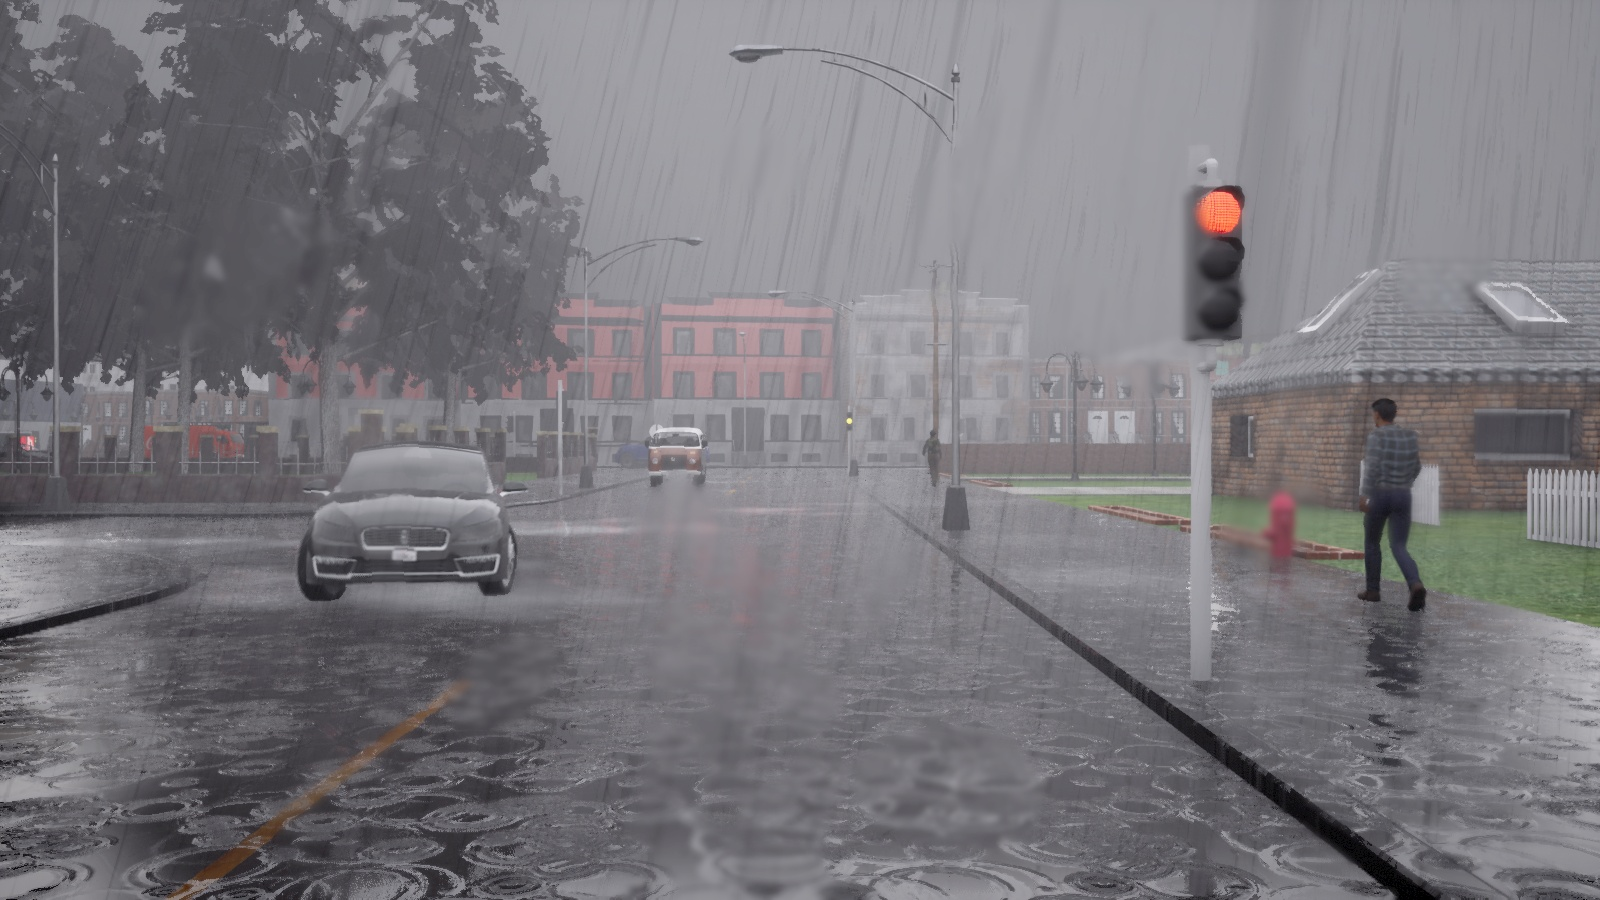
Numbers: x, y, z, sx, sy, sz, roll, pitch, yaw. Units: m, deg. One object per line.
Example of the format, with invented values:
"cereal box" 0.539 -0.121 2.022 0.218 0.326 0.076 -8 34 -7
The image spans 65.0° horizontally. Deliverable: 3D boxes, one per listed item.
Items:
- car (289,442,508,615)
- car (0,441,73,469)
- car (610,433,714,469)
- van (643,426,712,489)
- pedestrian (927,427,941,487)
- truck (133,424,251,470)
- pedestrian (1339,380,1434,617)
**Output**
"car" -4.075 0.672 13.450 1.837 1.490 4.892 1 0 -13
"car" -42.887 0.280 68.747 4.902 1.511 2.128 0 0 0
"car" -7.988 0.049 72.585 5.566 2.045 2.150 0 0 18
"van" -4.137 0.224 42.958 2.069 2.038 4.480 0 0 -2
"pedestrian" 4.312 0.231 40.563 0.395 1.930 0.692 0 0 2
"truck" -33.244 -0.155 68.773 5.204 2.467 2.627 0 0 0
"pedestrian" 4.994 0.400 10.724 0.423 1.949 0.788 0 0 -2
